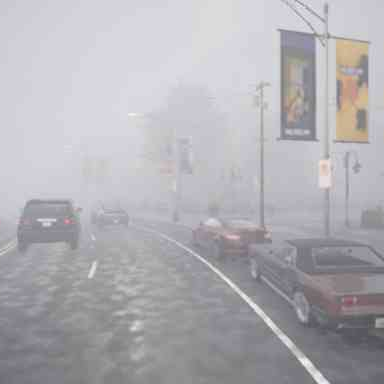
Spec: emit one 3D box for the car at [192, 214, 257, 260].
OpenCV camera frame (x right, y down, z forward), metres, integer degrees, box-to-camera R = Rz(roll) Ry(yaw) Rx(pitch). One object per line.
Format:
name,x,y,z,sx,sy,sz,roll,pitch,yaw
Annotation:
car,1.346,1.559,12.626,2.002,1.452,4.674,0,0,-15

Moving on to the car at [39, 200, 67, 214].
car,-16.610,1.719,39.623,2.033,1.411,5.357,0,0,-35

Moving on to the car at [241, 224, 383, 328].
car,2.603,1.613,7.035,1.895,1.301,4.718,0,0,-5

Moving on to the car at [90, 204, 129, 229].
car,-5.602,1.579,22.287,2.128,1.511,4.902,0,0,-25

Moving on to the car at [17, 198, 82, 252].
car,-6.115,1.285,14.644,2.150,2.045,5.566,0,0,-18
